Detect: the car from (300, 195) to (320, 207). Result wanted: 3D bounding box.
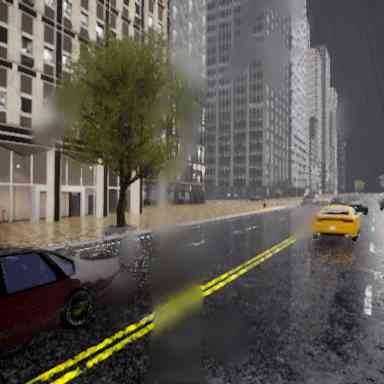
[{"bbox_3d":[17.272,1.240,48.537,2.097,1.767,4.553,0,0,29],"label":"car"}]

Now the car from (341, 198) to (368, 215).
[{"bbox_3d":[16.455,1.485,33.262,1.994,1.385,4.181,0,0,29],"label":"car"}]

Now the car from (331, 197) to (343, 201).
[{"bbox_3d":[22.492,1.430,51.185,2.033,1.411,5.357,0,0,29],"label":"car"}]

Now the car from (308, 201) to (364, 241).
[{"bbox_3d":[7.400,1.438,16.817,1.882,1.535,5.008,0,0,29],"label":"car"}]

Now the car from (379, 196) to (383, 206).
[{"bbox_3d":[29.968,1.360,51.243,1.882,1.535,5.008,0,0,29],"label":"car"}]

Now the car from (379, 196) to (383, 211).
[{"bbox_3d":[23.337,1.262,39.130,2.097,1.767,4.553,0,0,29],"label":"car"}]

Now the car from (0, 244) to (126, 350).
[{"bbox_3d":[-3.245,1.536,4.686,2.033,1.411,5.357,0,0,29],"label":"car"}]

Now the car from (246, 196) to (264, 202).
[{"bbox_3d":[14.593,1.654,76.524,4.403,1.369,2.008,-1,-1,28],"label":"car"}]
